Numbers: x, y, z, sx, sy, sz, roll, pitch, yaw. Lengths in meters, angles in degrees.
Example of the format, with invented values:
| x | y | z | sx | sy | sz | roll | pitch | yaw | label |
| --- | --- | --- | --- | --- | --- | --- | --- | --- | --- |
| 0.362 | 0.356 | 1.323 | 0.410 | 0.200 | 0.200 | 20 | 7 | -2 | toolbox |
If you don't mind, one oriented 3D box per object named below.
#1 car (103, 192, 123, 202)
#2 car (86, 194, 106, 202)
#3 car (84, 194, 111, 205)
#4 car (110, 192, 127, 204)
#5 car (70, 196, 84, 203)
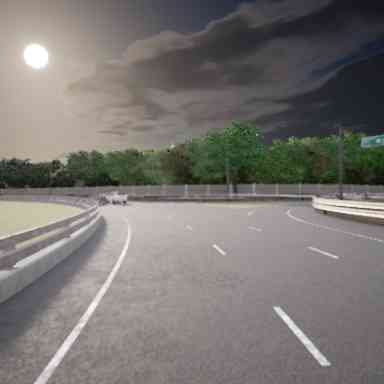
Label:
| x | y | z | sx | sy | sz | roll | pitch | yaw | label |
| --- | --- | --- | --- | --- | --- | --- | --- | --- | --- |
| -15.875 | 0.992 | 66.856 | 2.097 | 1.767 | 4.553 | -1 | 0 | -40 | car |
| -18.656 | 1.188 | 64.730 | 1.837 | 1.490 | 4.892 | -1 | 0 | -40 | car |
| -15.426 | 1.318 | 53.948 | 2.033 | 1.411 | 5.357 | -1 | 0 | -32 | car |
| -12.786 | 0.957 | 56.315 | 2.150 | 2.045 | 5.566 | -1 | 0 | -32 | car |
| -21.435 | 1.348 | 62.604 | 1.895 | 1.301 | 4.718 | -1 | 0 | -40 | car |
